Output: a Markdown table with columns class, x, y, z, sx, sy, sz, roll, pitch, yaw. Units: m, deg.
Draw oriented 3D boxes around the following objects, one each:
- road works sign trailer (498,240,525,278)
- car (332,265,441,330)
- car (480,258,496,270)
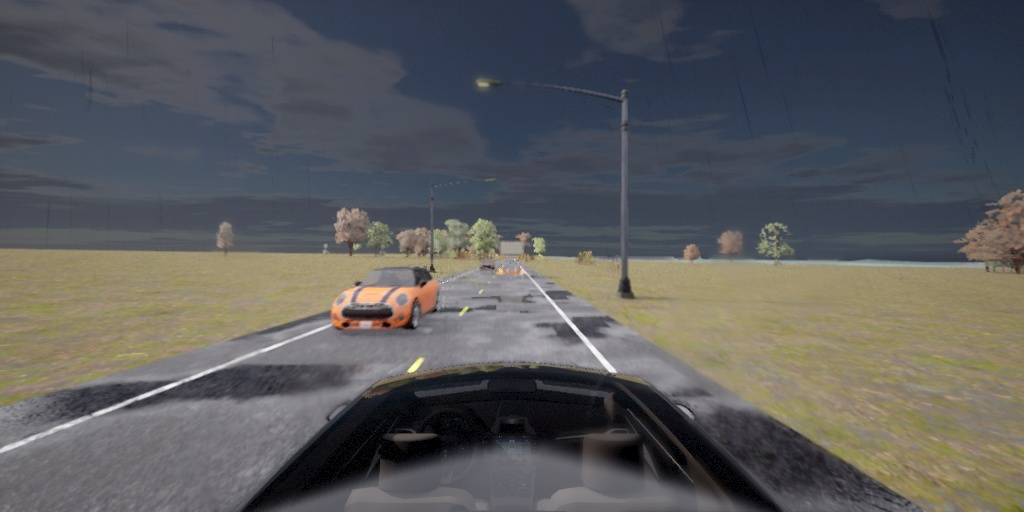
| class | x | y | z | sx | sy | sz | roll | pitch | yaw |
| --- | --- | --- | --- | --- | --- | --- | --- | --- | --- |
| road works sign trailer | -0.017 | 0.253 | 33.857 | 2.380 | 3.560 | 2.880 | 0 | 0 | 0 |
| car | -3.601 | 1.113 | 11.091 | 2.097 | 1.767 | 4.553 | 0 | 0 | 0 |
| car | -3.567 | 1.165 | 52.864 | 2.097 | 1.767 | 4.553 | 0 | 0 | 0 |
